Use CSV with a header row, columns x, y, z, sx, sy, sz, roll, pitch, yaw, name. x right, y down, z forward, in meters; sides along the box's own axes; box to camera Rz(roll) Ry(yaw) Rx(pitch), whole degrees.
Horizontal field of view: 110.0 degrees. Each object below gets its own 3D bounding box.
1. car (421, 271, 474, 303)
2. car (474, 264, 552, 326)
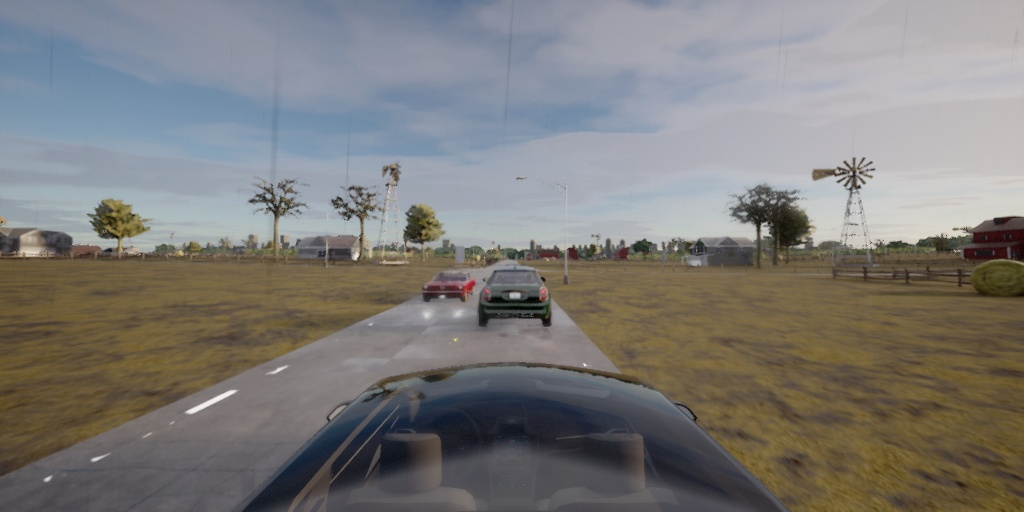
x,y,z,sx,sy,sz,roll,pitch,yaw,name
-2.844,1.371,16.934,1.895,1.301,4.718,0,0,0,car
0.092,1.116,11.934,2.097,1.767,4.553,0,0,0,car
